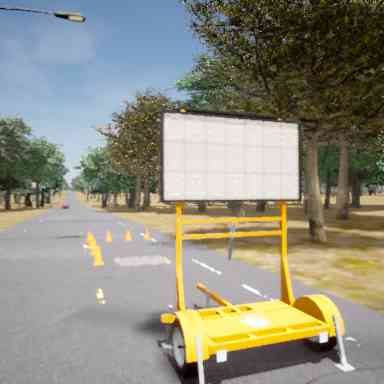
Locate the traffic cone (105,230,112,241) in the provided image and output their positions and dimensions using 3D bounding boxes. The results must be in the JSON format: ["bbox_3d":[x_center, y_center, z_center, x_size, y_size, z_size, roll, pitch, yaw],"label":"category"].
[{"bbox_3d":[-4.334,2.260,17.339,0.340,0.580,0.340,0,-1,-20],"label":"traffic cone"}]

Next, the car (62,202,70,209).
[{"bbox_3d":[-33.083,3.846,86.989,1.895,1.301,4.718,0,-2,-20],"label":"car"}]

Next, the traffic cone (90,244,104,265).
[{"bbox_3d":[-3.207,2.156,11.362,0.340,0.580,0.340,0,-1,-20],"label":"traffic cone"}]

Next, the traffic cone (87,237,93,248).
[{"bbox_3d":[-3.896,2.190,13.240,0.340,0.580,0.340,0,-1,-20],"label":"traffic cone"}]

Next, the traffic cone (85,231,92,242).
[{"bbox_3d":[-4.584,2.224,15.117,0.340,0.580,0.340,0,-1,-20],"label":"traffic cone"}]

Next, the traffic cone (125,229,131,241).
[{"bbox_3d":[-3.395,2.261,17.683,0.340,0.580,0.340,0,-1,-20],"label":"traffic cone"}]

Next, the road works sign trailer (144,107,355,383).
[{"bbox_3d":[0.596,0.550,5.339,2.380,3.560,2.880,0,-1,-20],"label":"road works sign trailer"}]
